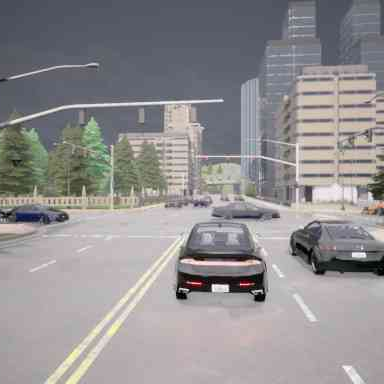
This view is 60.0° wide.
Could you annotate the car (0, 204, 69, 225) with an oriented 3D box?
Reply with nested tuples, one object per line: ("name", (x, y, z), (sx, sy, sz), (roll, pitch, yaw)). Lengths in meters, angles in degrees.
("car", (-10.986, 1.564, 23.787), (4.181, 1.385, 1.994), (0, 0, 13))

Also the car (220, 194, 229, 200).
("car", (7.544, 1.549, 77.419), (1.994, 1.385, 4.181), (0, 0, 5))

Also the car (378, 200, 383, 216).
("car", (15.333, 1.477, 21.683), (5.008, 1.535, 1.882), (0, 0, 5))

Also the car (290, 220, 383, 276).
("car", (4.393, 1.564, 10.413), (1.994, 1.385, 4.181), (0, 0, 5))

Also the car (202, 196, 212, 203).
("car", (3.170, 1.505, 68.475), (1.837, 1.490, 4.892), (0, 0, 6))

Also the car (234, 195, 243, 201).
("car", (11.821, 1.537, 85.420), (2.033, 1.411, 5.357), (0, 0, 5))

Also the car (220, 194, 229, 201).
("car", (8.334, 1.353, 85.722), (2.097, 1.767, 4.553), (0, 0, 5))

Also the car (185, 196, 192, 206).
("car", (-1.644, 1.547, 55.715), (2.033, 1.411, 5.357), (0, 0, 6))

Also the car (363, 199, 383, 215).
("car", (19.151, 1.352, 32.135), (4.553, 1.767, 2.097), (0, 0, 7))

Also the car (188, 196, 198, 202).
("car", (0.314, 1.595, 75.337), (1.895, 1.301, 4.718), (0, 0, 5))

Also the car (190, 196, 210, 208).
("car", (1.255, 1.601, 49.309), (1.895, 1.301, 4.718), (0, 0, 5))

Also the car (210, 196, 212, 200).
("car", (2.142, 1.601, 58.430), (1.895, 1.301, 4.718), (0, 0, 6))

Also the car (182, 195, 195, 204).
("car", (-0.675, 1.478, 65.398), (1.882, 1.535, 5.008), (0, 0, 6))

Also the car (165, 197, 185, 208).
("car", (-2.527, 1.564, 46.515), (1.994, 1.385, 4.181), (0, 0, 5))

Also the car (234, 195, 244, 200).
("car", (10.935, 1.591, 76.114), (1.895, 1.301, 4.718), (0, 0, 5))

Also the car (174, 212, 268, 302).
("car", (0.702, 1.492, 8.303), (2.128, 1.511, 4.902), (0, 0, 5))

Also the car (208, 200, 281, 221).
("car", (4.155, 1.547, 26.254), (5.357, 1.411, 2.033), (0, 0, 5))
